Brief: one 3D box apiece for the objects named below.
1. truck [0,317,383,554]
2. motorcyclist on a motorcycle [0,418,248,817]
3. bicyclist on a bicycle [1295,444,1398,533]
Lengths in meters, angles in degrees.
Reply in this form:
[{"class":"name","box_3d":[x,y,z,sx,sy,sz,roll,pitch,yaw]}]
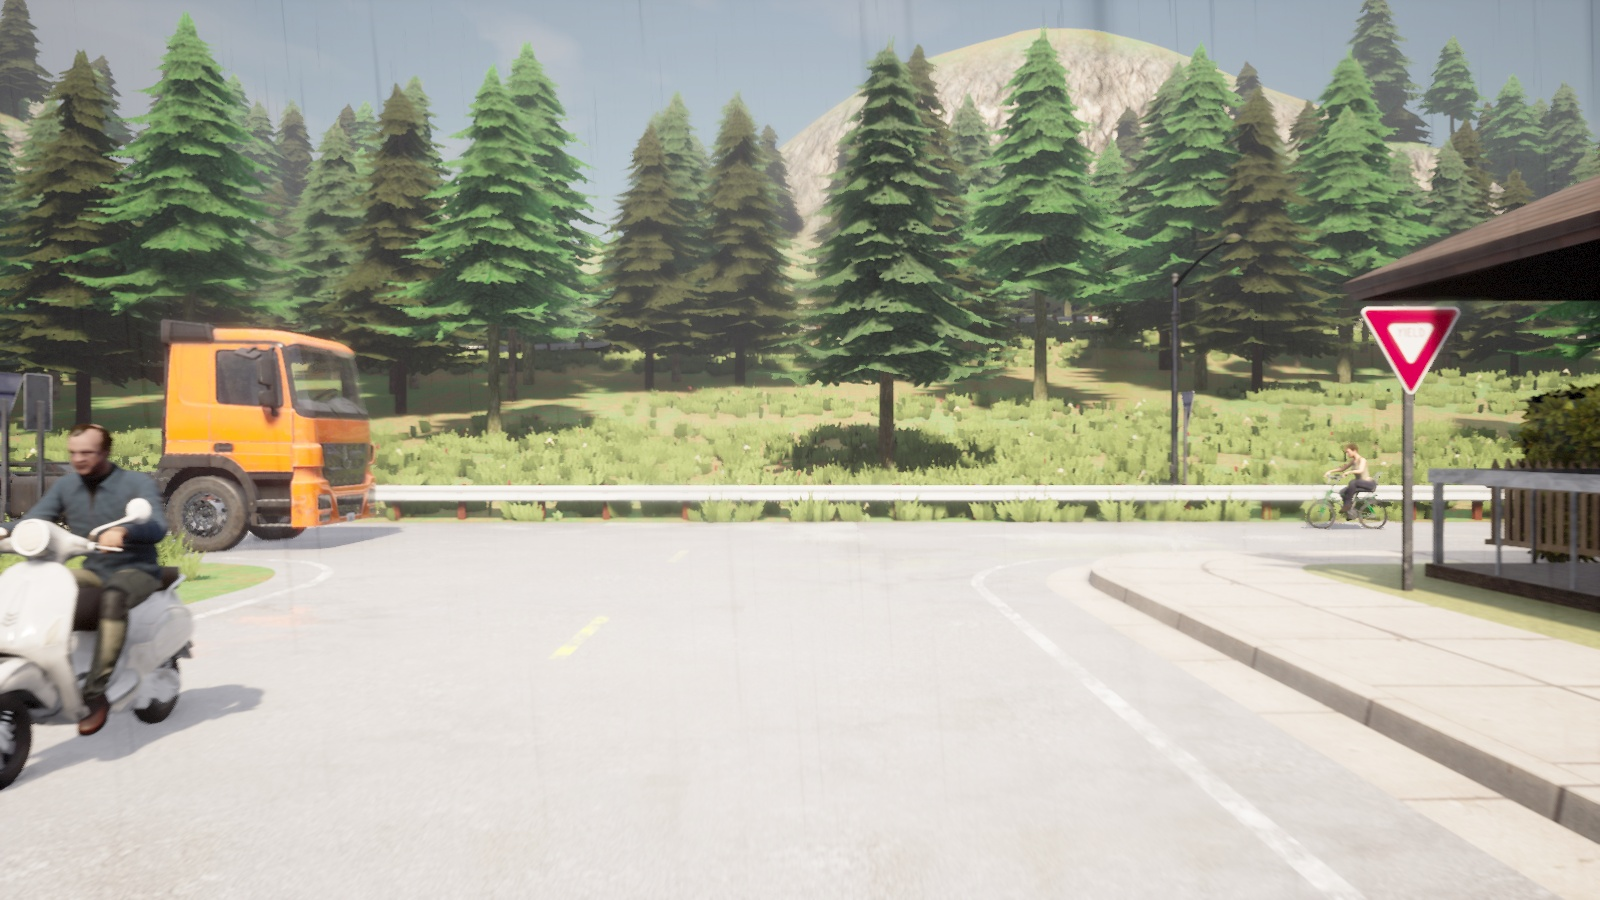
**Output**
[{"class":"truck","box_3d":[-11.019,-0.224,19.781,7.936,3.462,2.891,0,0,0]},{"class":"motorcyclist on a motorcycle","box_3d":[-3.443,0.661,5.917,0.866,1.590,1.817,0,0,1]},{"class":"bicyclist on a bicycle","box_3d":[10.075,0.692,23.189,1.509,1.612,0.866,0,0,1]}]
